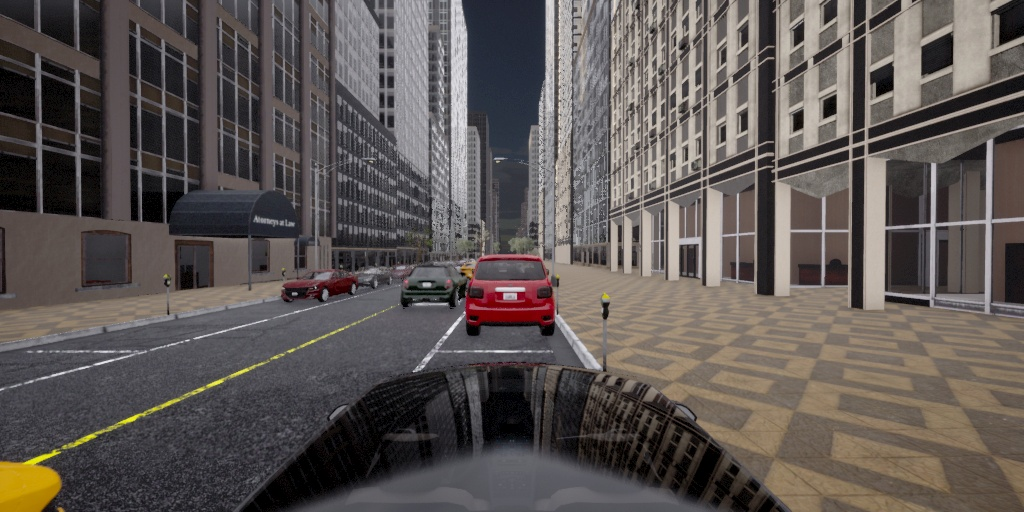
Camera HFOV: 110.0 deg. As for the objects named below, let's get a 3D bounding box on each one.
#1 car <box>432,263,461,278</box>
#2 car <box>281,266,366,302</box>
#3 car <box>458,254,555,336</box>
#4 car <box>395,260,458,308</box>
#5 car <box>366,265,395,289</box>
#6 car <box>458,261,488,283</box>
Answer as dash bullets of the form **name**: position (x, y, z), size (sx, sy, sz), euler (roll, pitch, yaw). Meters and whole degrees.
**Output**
- **car**: position (-6.239, 1.345, 34.522), size (1.895, 1.301, 4.718), euler (0, 0, 0)
- **car**: position (-8.837, 1.292, 16.839), size (1.888, 1.381, 4.507), euler (0, 0, 0)
- **car**: position (-0.039, 0.976, 10.531), size (2.150, 2.045, 5.566), euler (0, 0, 0)
- **car**: position (-3.147, 1.099, 15.369), size (2.097, 1.767, 4.553), euler (0, 0, 0)
- **car**: position (-8.838, 1.297, 22.523), size (2.007, 1.370, 4.403), euler (0, 0, 0)
- **car**: position (-3.055, 1.222, 29.270), size (1.882, 1.535, 5.008), euler (0, 0, 0)
